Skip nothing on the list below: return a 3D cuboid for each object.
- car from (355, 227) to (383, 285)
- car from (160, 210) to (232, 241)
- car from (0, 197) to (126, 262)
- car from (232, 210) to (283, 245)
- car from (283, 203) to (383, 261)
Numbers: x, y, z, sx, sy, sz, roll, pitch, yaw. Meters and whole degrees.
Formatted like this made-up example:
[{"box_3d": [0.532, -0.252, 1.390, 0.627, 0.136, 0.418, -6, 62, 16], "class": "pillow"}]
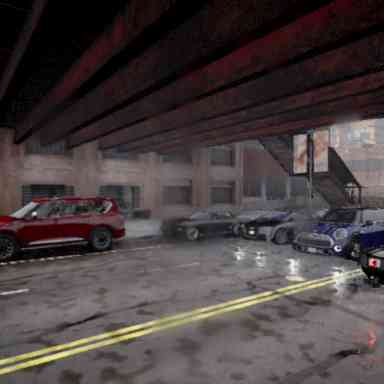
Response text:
[{"box_3d": [6.218, 1.591, 8.108, 4.718, 1.301, 1.895, 0, 0, -35], "class": "car"}, {"box_3d": [0.756, 1.585, 16.802, 4.718, 1.301, 1.895, 0, 0, -36], "class": "car"}, {"box_3d": [-5.242, 1.227, 12.473, 5.566, 2.045, 2.435, 0, 0, -36], "class": "car"}, {"box_3d": [4.213, 1.552, 15.503, 4.181, 1.385, 1.994, 0, 0, -35], "class": "car"}, {"box_3d": [5.832, 1.340, 12.366, 4.553, 1.767, 2.097, 0, 0, -35], "class": "car"}]
